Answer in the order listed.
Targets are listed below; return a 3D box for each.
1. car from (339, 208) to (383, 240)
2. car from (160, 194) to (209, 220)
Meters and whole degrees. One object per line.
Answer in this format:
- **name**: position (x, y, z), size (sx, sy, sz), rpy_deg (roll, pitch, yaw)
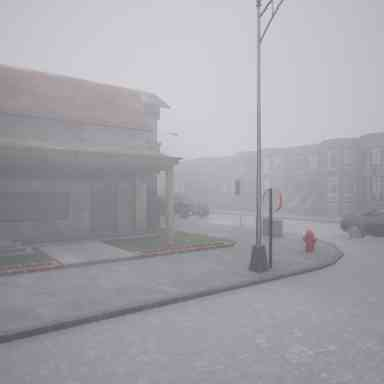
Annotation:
- **car**: position (9.173, 1.492, 14.914), size (2.128, 1.511, 4.902), rpy_deg (0, 0, -35)
- **car**: position (-0.824, 1.220, 28.961), size (2.150, 2.045, 5.566), rpy_deg (0, 0, -35)
